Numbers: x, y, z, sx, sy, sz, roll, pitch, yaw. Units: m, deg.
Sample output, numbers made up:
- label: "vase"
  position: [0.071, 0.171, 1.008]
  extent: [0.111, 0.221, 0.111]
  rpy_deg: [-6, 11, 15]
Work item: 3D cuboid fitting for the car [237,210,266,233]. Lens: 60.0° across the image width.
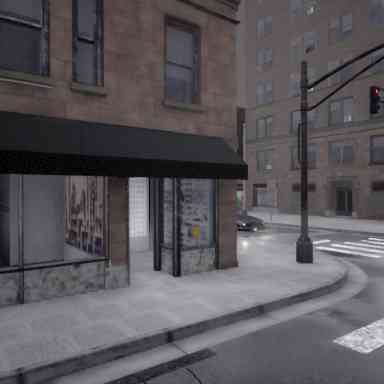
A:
- label: "car"
  position: [1.721, 1.539, 19.321]
  extent: [2.033, 1.411, 5.357]
  rpy_deg: [0, 0, -36]
